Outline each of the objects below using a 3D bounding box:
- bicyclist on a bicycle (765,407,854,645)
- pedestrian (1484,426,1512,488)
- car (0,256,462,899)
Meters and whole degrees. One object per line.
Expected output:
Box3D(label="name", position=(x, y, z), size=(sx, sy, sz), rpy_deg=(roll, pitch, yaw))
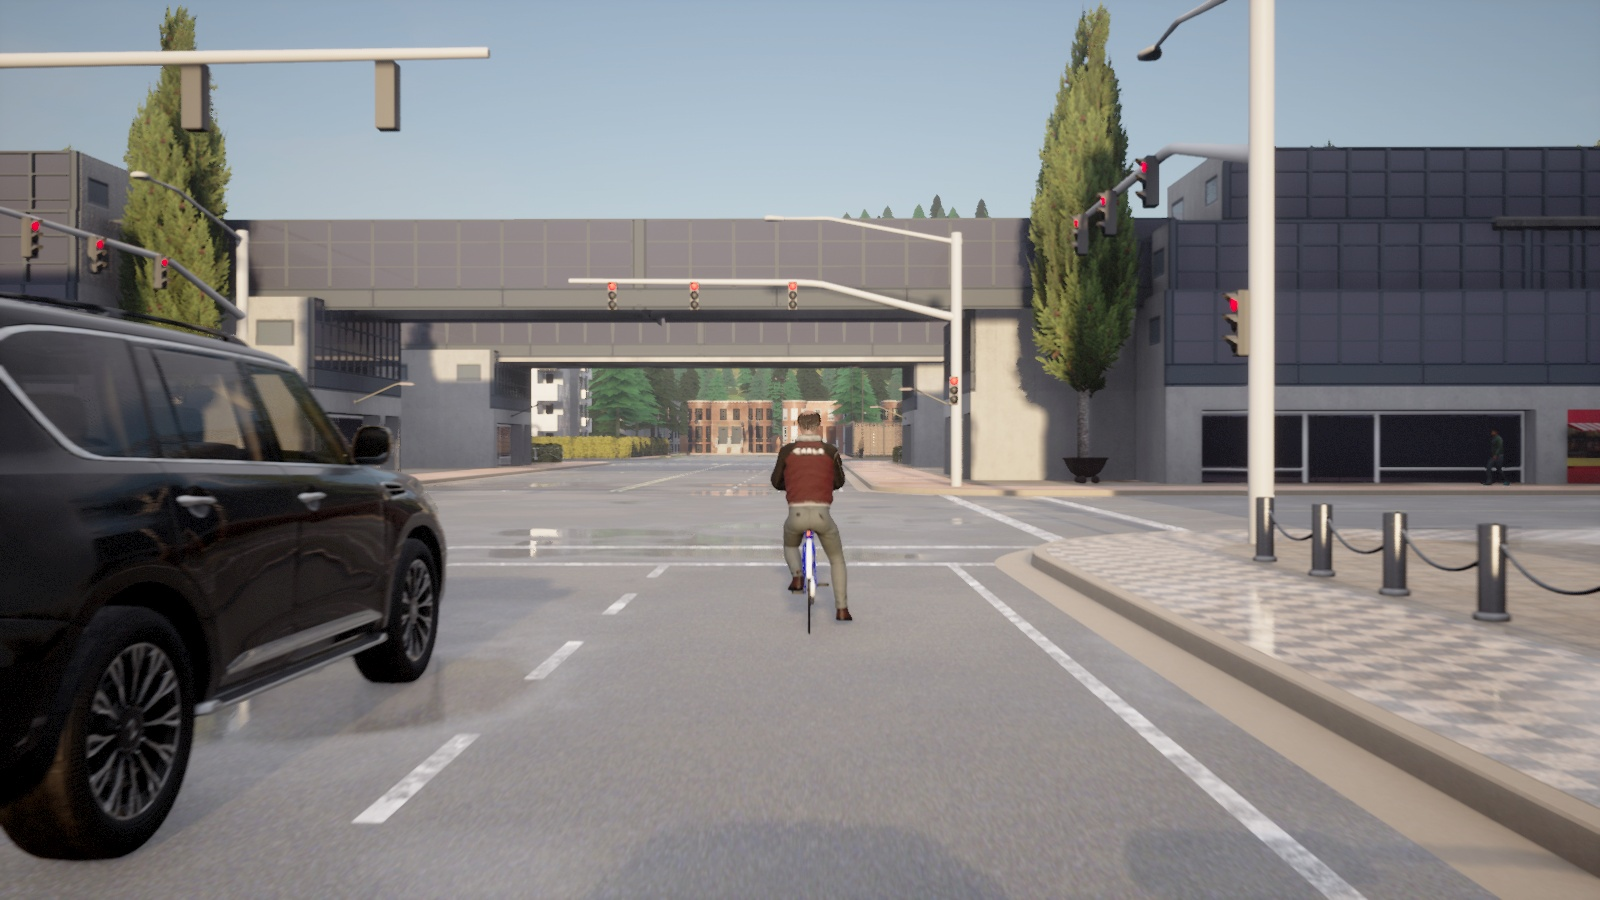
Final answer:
Box3D(label="bicyclist on a bicycle", position=(0.074, 0.559, 10.269), size=(0.659, 1.776, 1.843), rpy_deg=(0, 1, 0))
Box3D(label="pedestrian", position=(20.980, 0.209, 37.745), size=(0.614, 1.847, 0.353), rpy_deg=(0, 0, -2))
Box3D(label="car", position=(-3.450, 0.429, 5.990), size=(2.150, 2.045, 5.566), rpy_deg=(0, 0, 0))
